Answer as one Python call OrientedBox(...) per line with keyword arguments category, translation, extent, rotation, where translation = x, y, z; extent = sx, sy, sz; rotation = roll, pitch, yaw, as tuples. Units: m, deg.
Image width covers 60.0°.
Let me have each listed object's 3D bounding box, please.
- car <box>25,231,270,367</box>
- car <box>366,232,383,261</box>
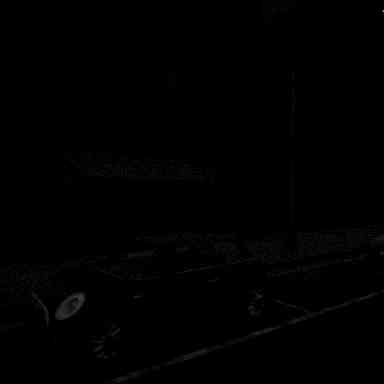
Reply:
OrientedBox(category="car", translation=(-0.601, 1.474, 5.758), extent=(4.097, 1.590, 1.967), rotation=(1, -1, -35))
OrientedBox(category="car", translation=(8.074, 1.690, 11.941), extent=(4.829, 1.417, 1.752), rotation=(1, -1, -35))
